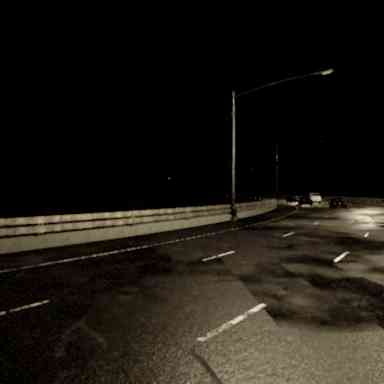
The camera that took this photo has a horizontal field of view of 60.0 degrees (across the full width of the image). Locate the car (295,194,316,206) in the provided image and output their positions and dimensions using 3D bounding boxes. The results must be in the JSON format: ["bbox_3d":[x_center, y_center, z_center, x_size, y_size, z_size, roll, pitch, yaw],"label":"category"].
[{"bbox_3d":[18.797,1.520,55.253,1.837,1.490,4.892,0,0,12],"label":"car"}]

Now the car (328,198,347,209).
[{"bbox_3d":[20.176,1.564,46.155,2.033,1.411,5.357,0,0,16],"label":"car"}]

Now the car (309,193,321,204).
[{"bbox_3d":[24.075,1.246,66.374,2.150,2.045,5.566,0,0,5],"label":"car"}]

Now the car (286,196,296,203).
[{"bbox_3d":[20.775,1.543,68.445,2.128,1.511,4.902,0,0,2],"label":"car"}]
